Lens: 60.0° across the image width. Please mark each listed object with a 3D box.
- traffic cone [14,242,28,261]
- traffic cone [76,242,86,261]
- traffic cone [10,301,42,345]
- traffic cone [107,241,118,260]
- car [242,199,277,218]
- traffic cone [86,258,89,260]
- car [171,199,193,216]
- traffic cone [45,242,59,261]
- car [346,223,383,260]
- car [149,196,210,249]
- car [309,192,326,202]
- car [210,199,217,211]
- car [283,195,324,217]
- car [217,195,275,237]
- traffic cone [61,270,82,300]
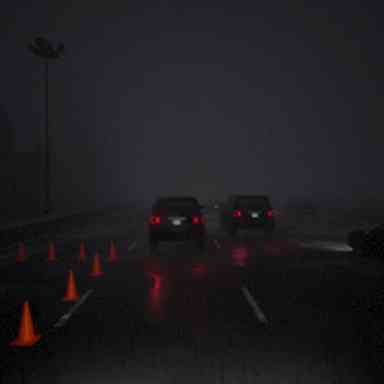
[{"bbox_3d":[-5.639,1.958,10.982,0.340,0.580,0.340,0,0,-1],"label":"traffic cone"},{"bbox_3d":[-3.639,1.946,11.025,0.340,0.580,0.340,0,0,-1],"label":"traffic cone"},{"bbox_3d":[-2.511,1.956,5.048,0.340,0.580,0.340,0,0,-1],"label":"traffic cone"},{"bbox_3d":[-2.640,1.940,11.047,0.340,0.580,0.340,0,0,-1],"label":"traffic cone"},{"bbox_3d":[6.054,1.425,30.604,2.033,1.411,5.357,0,0,-1],"label":"car"},{"bbox_3d":[-2.597,1.945,9.047,0.340,0.580,0.340,0,0,-1],"label":"traffic cone"},{"bbox_3d":[-0.995,1.478,32.714,1.994,1.385,4.181,0,0,-1],"label":"car"},{"bbox_3d":[-4.639,1.952,11.004,0.340,0.580,0.340,0,0,-1],"label":"traffic cone"},{"bbox_3d":[6.502,1.482,9.519,2.033,1.411,5.357,0,0,-1],"label":"car"},{"bbox_3d":[-0.620,1.184,14.645,2.150,2.045,5.566,0,0,-2],"label":"car"},{"bbox_3d":[17.966,0.966,49.605,3.866,1.878,1.905,0,0,-1],"label":"car"},{"bbox_3d":[2.431,1.448,36.160,1.994,1.385,4.181,0,0,-1],"label":"car"},{"bbox_3d":[9.573,1.337,29.606,1.882,1.535,5.008,0,0,-1],"label":"car"},{"bbox_3d":[2.823,1.154,17.866,2.150,2.045,5.566,0,0,-1],"label":"car"},{"bbox_3d":[-2.554,1.951,7.048,0.340,0.580,0.340,0,0,-1],"label":"traffic cone"}]
